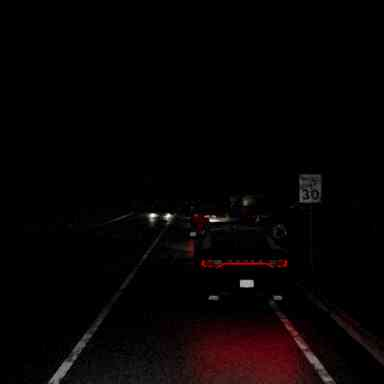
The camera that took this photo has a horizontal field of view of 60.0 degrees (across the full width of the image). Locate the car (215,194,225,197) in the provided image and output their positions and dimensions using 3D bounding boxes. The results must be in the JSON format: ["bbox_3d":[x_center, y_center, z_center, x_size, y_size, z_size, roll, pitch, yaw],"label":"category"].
[{"bbox_3d":[5.701,1.405,41.330,4.892,1.521,2.231,0,0,0],"label":"car"}]

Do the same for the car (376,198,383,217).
[{"bbox_3d":[18.788,1.458,28.086,4.892,1.521,2.231,0,0,0],"label":"car"}]

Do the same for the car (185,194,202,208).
[{"bbox_3d":[0.009,1.417,45.079,2.033,1.411,5.357,0,0,1],"label":"car"}]

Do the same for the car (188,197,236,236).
[{"bbox_3d":[0.972,1.330,18.367,2.097,1.767,4.553,0,0,0],"label":"car"}]

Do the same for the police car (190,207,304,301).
[{"bbox_3d":[0.974,1.419,8.495,1.930,1.638,5.238,0,0,0],"label":"police car"}]

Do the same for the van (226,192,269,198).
[{"bbox_3d":[5.595,1.227,30.114,4.442,1.987,1.878,0,0,0],"label":"van"}]

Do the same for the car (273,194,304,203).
[{"bbox_3d":[18.554,1.203,64.176,5.366,1.575,1.946,0,1,0],"label":"car"}]

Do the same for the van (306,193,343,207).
[{"bbox_3d":[18.882,1.130,47.522,4.442,1.987,1.878,0,1,0],"label":"van"}]

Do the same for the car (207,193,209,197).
[{"bbox_3d":[5.662,1.274,60.956,4.674,1.452,2.002,0,1,0],"label":"car"}]

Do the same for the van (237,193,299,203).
[{"bbox_3d":[5.837,1.235,24.504,4.442,1.987,1.878,0,0,0],"label":"van"}]

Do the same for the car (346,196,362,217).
[{"bbox_3d":[18.971,1.441,33.641,5.366,1.575,1.946,0,0,0],"label":"car"}]

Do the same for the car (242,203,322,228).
[{"bbox_3d":[5.727,1.504,21.701,4.674,1.452,2.002,0,0,0],"label":"car"}]

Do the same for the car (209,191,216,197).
[{"bbox_3d":[5.658,1.109,46.937,5.566,2.045,2.435,0,1,0],"label":"car"}]

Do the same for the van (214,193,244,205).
[{"bbox_3d":[5.794,1.084,52.544,4.442,1.987,1.878,0,1,0],"label":"van"}]

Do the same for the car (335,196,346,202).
[{"bbox_3d":[18.752,1.465,36.413,4.792,1.488,2.163,0,0,0],"label":"car"}]

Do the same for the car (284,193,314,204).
[{"bbox_3d":[18.779,1.130,58.626,4.553,1.767,2.185,0,1,0],"label":"car"}]

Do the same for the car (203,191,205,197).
[{"bbox_3d":[5.628,0.932,66.560,5.566,2.045,2.435,0,1,0],"label":"car"}]

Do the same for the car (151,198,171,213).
[{"bbox_3d":[-3.256,1.397,35.764,1.882,1.535,5.008,0,0,0],"label":"car"}]

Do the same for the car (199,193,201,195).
[{"bbox_3d":[-0.009,1.269,58.225,2.128,1.511,4.902,0,0,0],"label":"car"}]

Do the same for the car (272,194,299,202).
[{"bbox_3d":[18.741,1.182,66.953,4.892,1.521,2.231,0,1,0],"label":"car"}]

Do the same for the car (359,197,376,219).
[{"bbox_3d":[18.785,1.452,30.864,5.008,1.535,2.097,0,0,0],"label":"car"}]

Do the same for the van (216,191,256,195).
[{"bbox_3d":[5.807,1.159,44.137,4.442,1.987,1.878,0,0,0],"label":"van"}]

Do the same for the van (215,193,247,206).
[{"bbox_3d":[5.798,1.109,49.741,4.442,1.987,1.878,0,1,0],"label":"van"}]

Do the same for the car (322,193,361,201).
[{"bbox_3d":[18.745,1.149,41.969,5.566,2.045,2.435,0,0,0],"label":"car"}]

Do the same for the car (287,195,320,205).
[{"bbox_3d":[18.724,1.311,55.850,4.792,1.488,2.163,0,1,0],"label":"car"}]

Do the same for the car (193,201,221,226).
[{"bbox_3d":[0.971,1.470,24.406,1.837,1.490,4.892,0,0,0],"label":"car"}]

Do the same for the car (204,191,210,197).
[{"bbox_3d":[5.632,0.958,63.757,5.566,2.045,2.435,0,1,0],"label":"car"}]

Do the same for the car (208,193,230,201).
[{"bbox_3d":[5.621,1.033,69.364,4.553,1.767,2.185,0,1,0],"label":"car"}]

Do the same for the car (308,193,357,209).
[{"bbox_3d":[18.798,1.129,44.746,5.566,2.045,2.435,0,1,0],"label":"car"}]

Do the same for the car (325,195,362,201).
[{"bbox_3d":[18.806,1.448,39.196,4.792,1.488,2.163,0,0,0],"label":"car"}]

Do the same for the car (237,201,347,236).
[{"bbox_3d":[5.543,1.464,18.898,5.366,1.575,1.946,0,0,0],"label":"car"}]
